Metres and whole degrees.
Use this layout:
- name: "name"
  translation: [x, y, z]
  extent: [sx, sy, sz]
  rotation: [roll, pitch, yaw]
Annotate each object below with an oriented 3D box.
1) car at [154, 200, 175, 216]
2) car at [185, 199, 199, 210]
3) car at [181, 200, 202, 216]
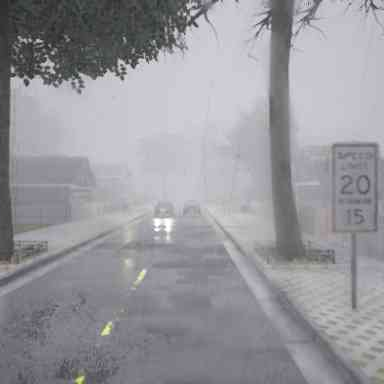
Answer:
- name: "car"
  translation: [-2.754, 1.631, 34.008]
  extent: [2.128, 1.511, 4.902]
  rotation: [0, 0, 0]
- name: "car"
  translation: [0.029, 1.742, 46.826]
  extent: [1.895, 1.301, 4.718]
  rotation: [0, 0, 1]
- name: "car"
  translation: [0.001, 1.628, 33.973]
  extent: [1.812, 1.442, 4.674]
  rotation: [0, 0, 0]
